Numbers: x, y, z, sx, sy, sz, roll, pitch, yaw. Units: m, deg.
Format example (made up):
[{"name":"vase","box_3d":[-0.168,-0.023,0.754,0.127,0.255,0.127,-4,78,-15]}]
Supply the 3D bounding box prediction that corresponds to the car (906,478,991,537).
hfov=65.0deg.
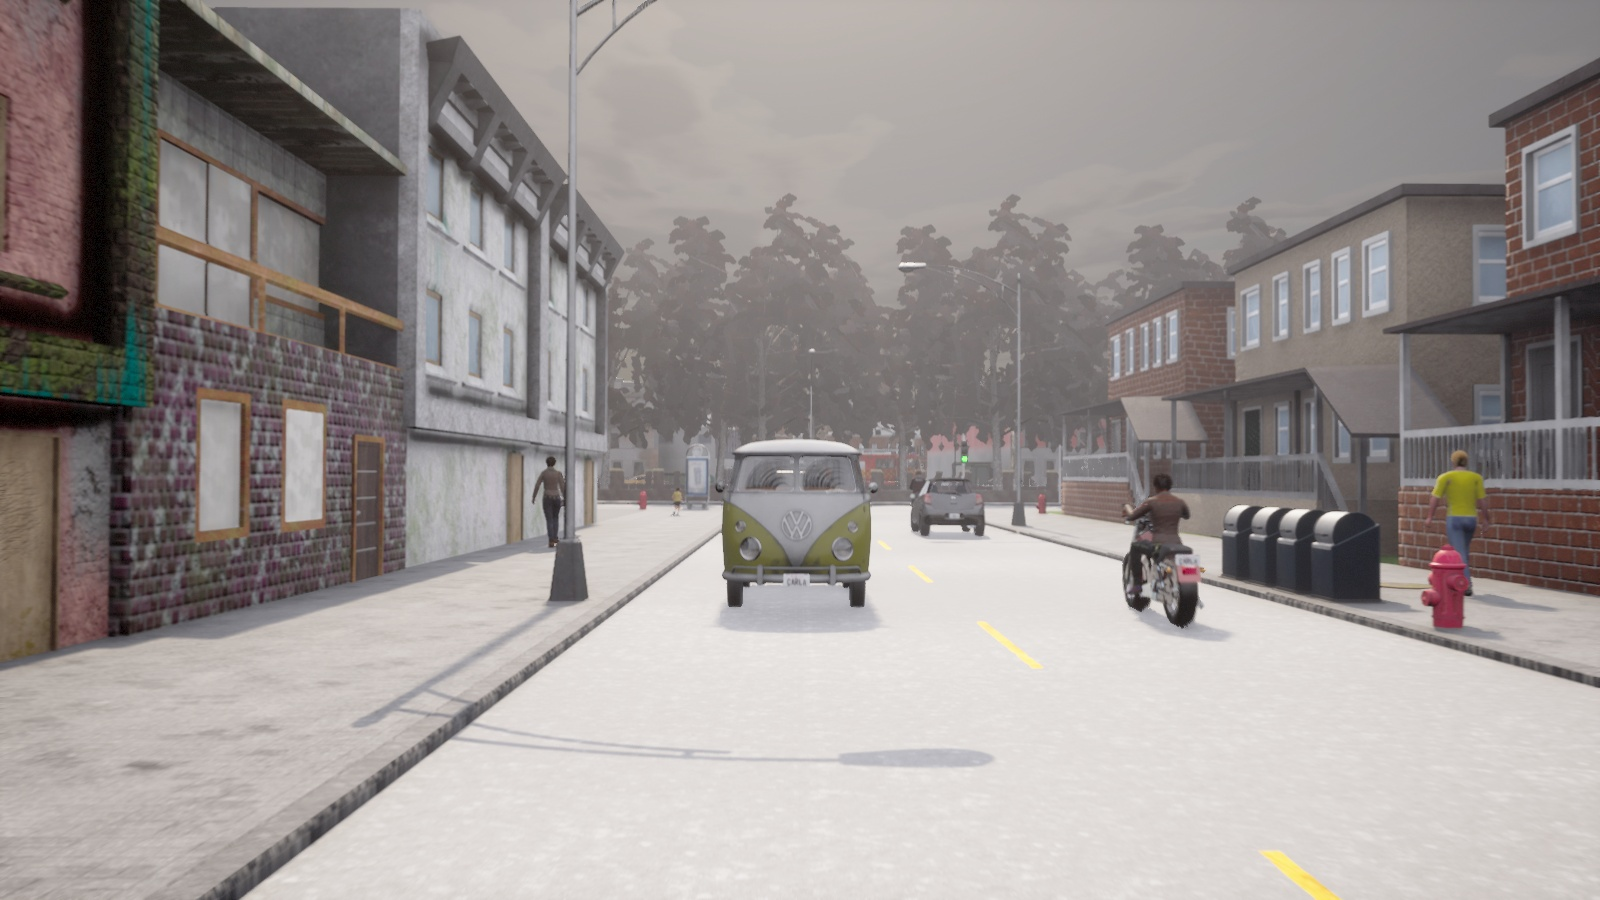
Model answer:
[{"name":"car","box_3d":[3.924,1.510,33.809,1.845,1.501,3.633,0,-1,0]}]

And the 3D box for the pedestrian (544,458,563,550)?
[{"name":"pedestrian","box_3d":[-4.930,1.064,25.074,0.328,1.805,0.869,0,-1,-13]}]

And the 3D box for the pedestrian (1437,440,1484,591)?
[{"name":"pedestrian","box_3d":[8.277,0.807,15.747,0.354,1.836,0.706,-1,-1,16]}]

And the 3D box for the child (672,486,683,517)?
[{"name":"child","box_3d":[-4.368,1.847,44.849,0.255,1.110,0.394,-1,-1,16]}]

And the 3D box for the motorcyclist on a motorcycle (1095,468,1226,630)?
[{"name":"motorcyclist on a motorcycle","box_3d":[3.969,1.043,14.048,0.766,1.649,2.350,0,-1,0]}]

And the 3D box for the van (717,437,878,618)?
[{"name":"van","box_3d":[-0.037,0.904,16.110,1.775,1.987,4.442,0,-1,0]}]
